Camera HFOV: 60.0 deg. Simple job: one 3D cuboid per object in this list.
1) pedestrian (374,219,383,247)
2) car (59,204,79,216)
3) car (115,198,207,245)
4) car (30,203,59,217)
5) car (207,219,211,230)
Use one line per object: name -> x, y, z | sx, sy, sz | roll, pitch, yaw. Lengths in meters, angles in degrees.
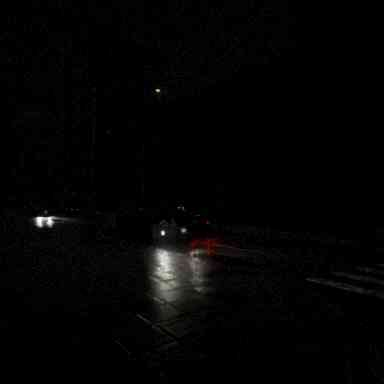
pedestrian -> 7.544, 1.654, 13.357 | 0.500, 1.100, 0.500 | 1, 0, -35
car -> -15.375, 2.143, 40.635 | 2.033, 1.411, 5.357 | 1, -2, -35
car -> -1.946, 1.342, 16.620 | 2.150, 2.045, 5.566 | 1, -1, -35
car -> -17.404, 2.025, 38.495 | 2.128, 1.511, 4.902 | 1, -2, -35
car -> -0.965, 1.807, 20.319 | 1.895, 1.301, 4.718 | 1, -1, -35
